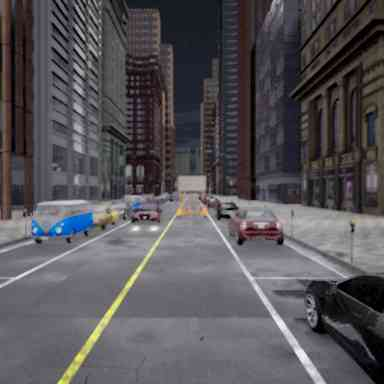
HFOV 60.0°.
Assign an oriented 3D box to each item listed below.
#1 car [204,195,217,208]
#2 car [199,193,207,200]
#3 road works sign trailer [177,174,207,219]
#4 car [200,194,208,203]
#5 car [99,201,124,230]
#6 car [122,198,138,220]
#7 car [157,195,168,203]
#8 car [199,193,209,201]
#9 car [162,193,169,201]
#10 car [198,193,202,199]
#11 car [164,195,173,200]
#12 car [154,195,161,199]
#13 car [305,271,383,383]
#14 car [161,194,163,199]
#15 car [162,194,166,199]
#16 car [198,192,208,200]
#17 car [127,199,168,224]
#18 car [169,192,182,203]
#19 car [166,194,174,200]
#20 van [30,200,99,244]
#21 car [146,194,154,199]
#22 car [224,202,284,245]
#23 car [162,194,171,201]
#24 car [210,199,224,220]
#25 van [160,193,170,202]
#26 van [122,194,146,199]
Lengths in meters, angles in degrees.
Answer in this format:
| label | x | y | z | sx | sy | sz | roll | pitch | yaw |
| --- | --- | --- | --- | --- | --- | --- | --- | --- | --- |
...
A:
| label | x | y | z | sx | sy | sz | roll | pitch | yaw |
| --- | --- | --- | --- | --- | --- | --- | --- | --- | --- |
| car | 2.756 | 1.427 | 43.307 | 1.802 | 1.307 | 4.206 | 0 | 0 | 0 |
| car | 2.755 | 1.372 | 60.216 | 1.802 | 1.307 | 4.206 | 0 | 0 | 0 |
| road works sign trailer | -0.002 | 0.364 | 27.002 | 2.380 | 3.560 | 2.880 | 0 | 0 | 0 |
| car | 2.755 | 1.390 | 54.579 | 1.802 | 1.307 | 4.206 | 0 | 0 | 0 |
| car | -5.767 | 1.447 | 20.584 | 1.752 | 1.417 | 4.829 | 0 | 0 | 0 |
| car | -5.767 | 1.452 | 26.390 | 2.008 | 1.369 | 4.403 | 0 | 0 | 0 |
| car | -5.771 | 1.354 | 65.847 | 1.802 | 1.307 | 4.206 | 0 | 0 | 0 |
| car | 2.752 | 1.056 | 77.123 | 2.192 | 1.841 | 5.009 | 0 | 0 | 0 |
| car | -5.770 | 1.340 | 60.209 | 2.008 | 1.369 | 4.403 | 0 | 0 | 0 |
| car | 2.753 | 1.213 | 65.852 | 1.967 | 1.590 | 4.097 | 0 | 0 | 0 |
| car | -5.773 | 1.308 | 82.756 | 1.802 | 1.307 | 4.206 | 0 | 0 | 0 |
| car | -5.770 | 1.159 | 43.299 | 2.192 | 1.841 | 5.009 | 0 | 0 | 0 |
| car | 2.760 | 1.551 | 3.853 | 1.947 | 1.339 | 4.313 | 0 | 0 | 0 |
| car | -5.769 | 1.391 | 48.937 | 1.947 | 1.339 | 4.313 | 0 | 0 | 0 |
| car | -5.770 | 1.373 | 54.573 | 1.947 | 1.339 | 4.313 | 0 | 0 | 0 |
| car | 2.751 | 1.042 | 82.759 | 2.192 | 1.841 | 5.009 | 0 | 0 | 0 |
| car | -3.101 | 1.474 | 23.837 | 1.994 | 1.385 | 4.181 | 0 | 0 | 0 |
| car | -3.025 | 1.005 | 64.103 | 2.150 | 2.045 | 5.566 | 0 | 0 | 1 |
| car | -5.773 | 1.278 | 88.393 | 1.947 | 1.339 | 4.313 | 0 | 0 | 0 |
| van | -5.767 | 1.283 | 15.116 | 1.690 | 1.788 | 3.998 | 0 | 0 | 0 |
| car | -5.769 | 1.303 | 37.662 | 1.967 | 1.590 | 4.097 | 0 | 0 | 0 |
| car | 2.758 | 1.383 | 15.124 | 1.967 | 1.590 | 4.097 | 0 | 0 | 0 |
| car | -5.772 | 1.266 | 76.949 | 1.752 | 1.417 | 4.829 | 0 | 0 | 0 |
| car | 2.758 | 1.468 | 26.397 | 1.947 | 1.339 | 4.313 | 0 | 0 | 0 |
| van | -5.772 | 1.097 | 71.482 | 1.690 | 1.788 | 3.998 | 0 | 0 | 0 |
| van | -5.769 | 1.223 | 32.026 | 1.690 | 1.788 | 3.998 | 0 | 0 | 0 |
